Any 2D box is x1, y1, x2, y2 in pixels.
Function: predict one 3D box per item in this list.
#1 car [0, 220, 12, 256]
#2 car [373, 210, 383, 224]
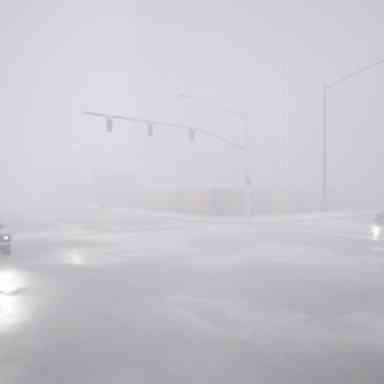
[{"bbox_3d":[-8.007,1.609,12.461,1.895,1.301,4.718,0,0,-35],"label":"car"},{"bbox_3d":[14.738,1.493,22.866,5.357,1.411,2.033,0,0,-31],"label":"car"}]
